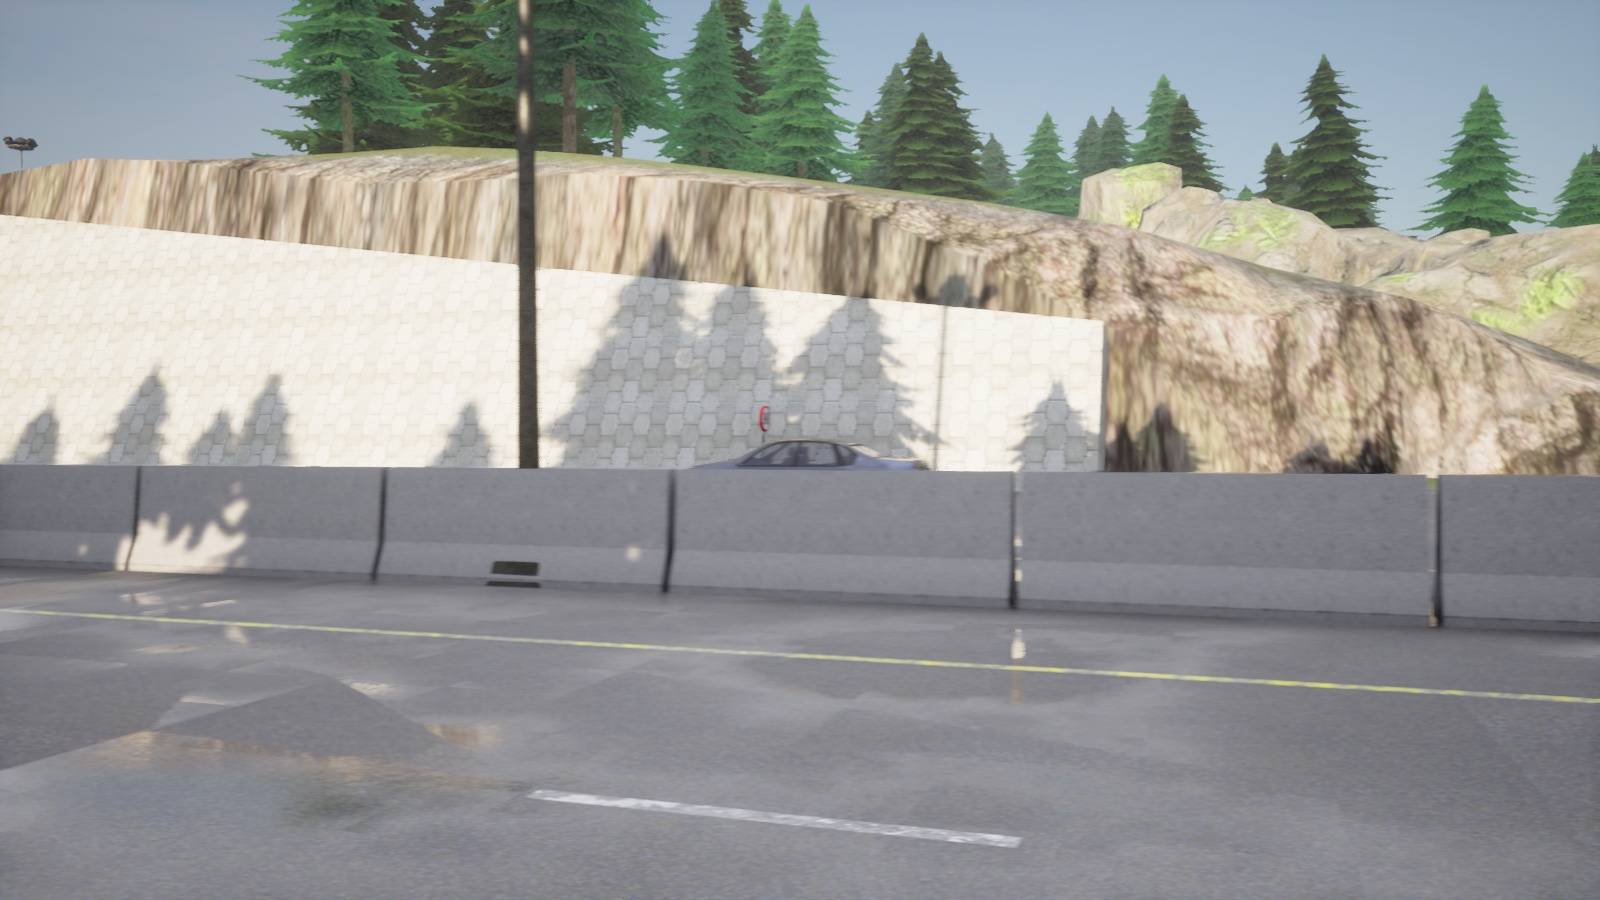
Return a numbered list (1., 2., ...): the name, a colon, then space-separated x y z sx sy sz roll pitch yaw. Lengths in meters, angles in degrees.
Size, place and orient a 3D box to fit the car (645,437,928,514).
1. car: -0.254 0.465 25.434 5.357 1.411 2.033 1 1 19
